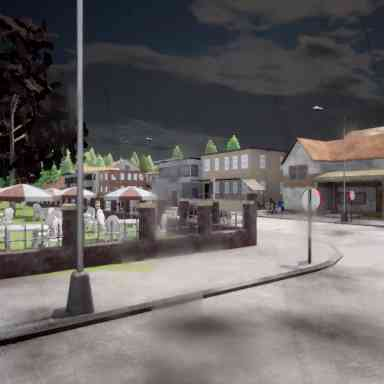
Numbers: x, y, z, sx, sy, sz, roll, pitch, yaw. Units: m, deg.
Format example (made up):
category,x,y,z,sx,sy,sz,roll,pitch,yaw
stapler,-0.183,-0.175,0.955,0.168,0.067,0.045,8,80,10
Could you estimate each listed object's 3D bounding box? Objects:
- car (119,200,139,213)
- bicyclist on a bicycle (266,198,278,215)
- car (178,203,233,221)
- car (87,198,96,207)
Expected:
category,x,y,z,sx,sy,sz,roll,pitch,yaw
car,-6.365,1.357,36.609,2.097,1.767,4.553,0,0,-35
bicyclist on a bicycle,7.596,1.357,31.455,1.656,1.620,0.582,0,0,-35
car,0.859,1.553,26.437,2.033,1.411,5.357,0,0,-35
car,-15.785,1.531,50.010,1.812,1.442,4.674,0,0,-35
